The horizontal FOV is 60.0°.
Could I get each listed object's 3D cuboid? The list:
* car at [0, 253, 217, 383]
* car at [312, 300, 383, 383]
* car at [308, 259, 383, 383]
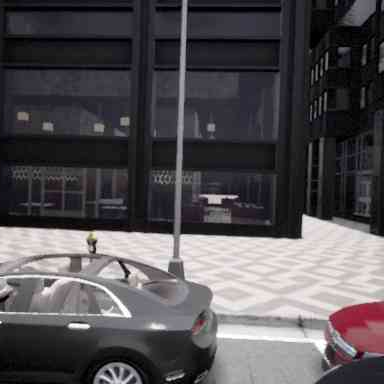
[{"bbox_3d":[-1.902,1.465,4.072,4.403,1.369,2.008,2,1,3],"label":"car"},{"bbox_3d":[3.135,1.601,1.903,4.892,1.490,1.837,2,0,3],"label":"car"},{"bbox_3d":[3.720,1.682,3.732,4.206,1.307,1.802,2,1,3],"label":"car"}]
